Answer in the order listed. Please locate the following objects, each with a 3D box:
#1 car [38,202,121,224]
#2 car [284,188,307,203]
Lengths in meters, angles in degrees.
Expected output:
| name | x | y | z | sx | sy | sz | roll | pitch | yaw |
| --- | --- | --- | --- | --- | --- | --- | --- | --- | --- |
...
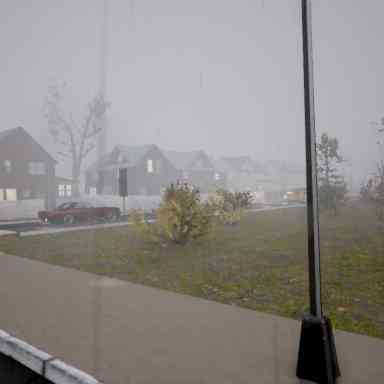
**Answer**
| name | x | y | z | sx | sy | sz | roll | pitch | yaw |
| --- | --- | --- | --- | --- | --- | --- | --- | --- | --- |
| car | -6.740 | 1.252 | 20.470 | 1.895 | 1.301 | 4.718 | -2 | -1 | 43 |
| car | 13.949 | 0.593 | 42.280 | 1.882 | 1.535 | 5.008 | -2 | -1 | 44 |
